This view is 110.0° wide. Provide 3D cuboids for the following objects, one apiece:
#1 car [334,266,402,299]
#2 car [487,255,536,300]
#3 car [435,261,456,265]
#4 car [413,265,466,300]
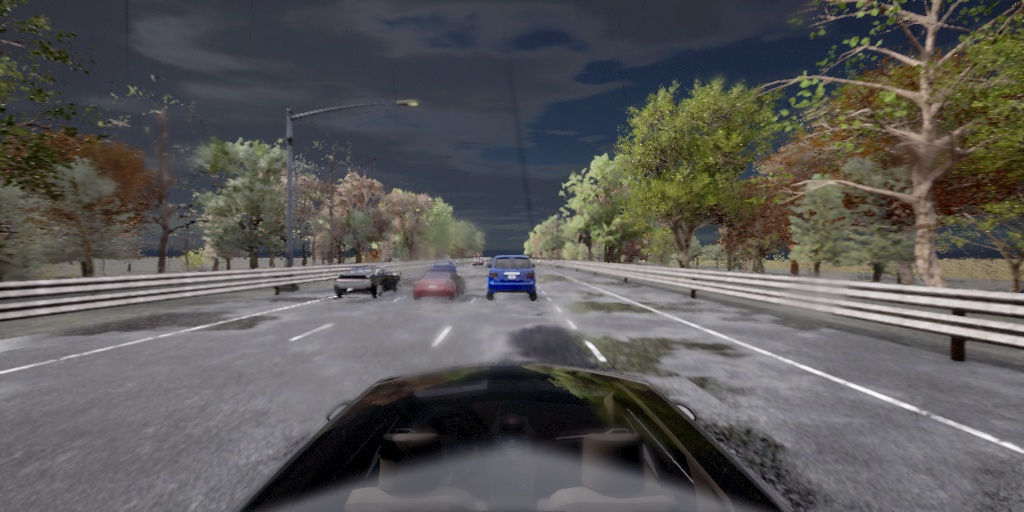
[{"bbox_3d":[-7.001,1.252,17.916,2.128,1.511,4.902,0,0,0],"label":"car"},{"bbox_3d":[0.001,0.983,17.850,2.150,2.045,5.566,0,0,0],"label":"car"},{"bbox_3d":[-7.001,1.254,37.599,1.882,1.535,5.008,0,0,0],"label":"car"},{"bbox_3d":[-3.500,1.325,17.844,1.994,1.385,4.181,0,0,0],"label":"car"}]
